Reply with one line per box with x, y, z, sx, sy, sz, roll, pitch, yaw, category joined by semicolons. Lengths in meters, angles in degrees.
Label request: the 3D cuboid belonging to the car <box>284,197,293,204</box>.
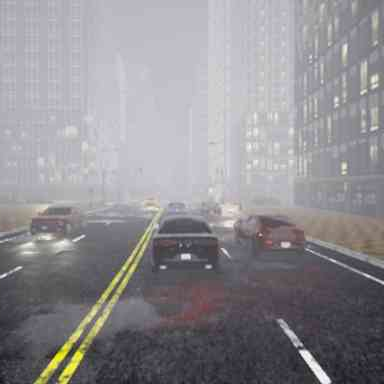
18.041;1.580;67.194;4.829;1.417;1.752;0;0;-3;car

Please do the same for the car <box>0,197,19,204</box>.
-31.604;1.461;56.445;4.206;1.307;1.802;0;0;-2;car

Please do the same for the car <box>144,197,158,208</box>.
-5.894;1.473;48.294;1.882;1.535;5.008;0;0;-3;car

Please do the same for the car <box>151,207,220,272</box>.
-0.264;1.479;10.870;1.882;1.535;5.008;0;0;-3;car

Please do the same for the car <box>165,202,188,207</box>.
-1.334;1.546;29.254;2.033;1.411;5.357;0;0;-4;car

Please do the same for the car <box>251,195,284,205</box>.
12.962;1.472;58.573;5.009;1.841;2.192;0;0;-3;car

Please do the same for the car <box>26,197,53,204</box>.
-25.922;1.482;56.668;4.313;1.339;1.947;0;0;-2;car

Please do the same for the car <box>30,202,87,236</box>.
-7.394;1.497;18.811;1.882;1.535;5.008;0;0;-4;car

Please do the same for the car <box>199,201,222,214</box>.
1.692;1.589;32.935;1.895;1.301;4.718;0;0;-4;car

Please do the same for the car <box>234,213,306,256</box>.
2.877;1.518;12.917;1.812;1.442;4.674;0;0;-3;car
